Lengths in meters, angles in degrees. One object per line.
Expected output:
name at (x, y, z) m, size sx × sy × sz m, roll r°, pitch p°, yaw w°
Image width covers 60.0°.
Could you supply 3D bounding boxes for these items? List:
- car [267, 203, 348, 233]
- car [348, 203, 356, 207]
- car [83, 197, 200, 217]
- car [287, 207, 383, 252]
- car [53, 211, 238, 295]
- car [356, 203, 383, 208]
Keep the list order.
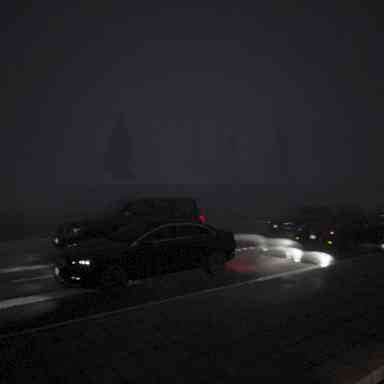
car at (6.192, 1.476, 18.180) m, size 4.892 × 1.490 × 1.837 m, roll 0°, pitch 0°, yaw -35°
car at (11.922, 1.553, 26.502) m, size 5.357 × 1.411 × 2.033 m, roll 0°, pitch 0°, yaw -36°
car at (-2.078, 1.212, 12.291) m, size 5.566 × 2.045 × 2.150 m, roll 0°, pitch 0°, yaw -35°
car at (6.287, 1.539, 13.941) m, size 4.181 × 1.385 × 1.994 m, roll 0°, pitch 0°, yaw -35°
car at (-0.983, 1.484, 8.792) m, size 4.902 × 1.511 × 2.128 m, roll 0°, pitch 0°, yaw -35°
car at (13.955, 1.516, 23.653) m, size 4.674 × 1.442 × 1.812 m, roll 0°, pitch 0°, yaw -36°
